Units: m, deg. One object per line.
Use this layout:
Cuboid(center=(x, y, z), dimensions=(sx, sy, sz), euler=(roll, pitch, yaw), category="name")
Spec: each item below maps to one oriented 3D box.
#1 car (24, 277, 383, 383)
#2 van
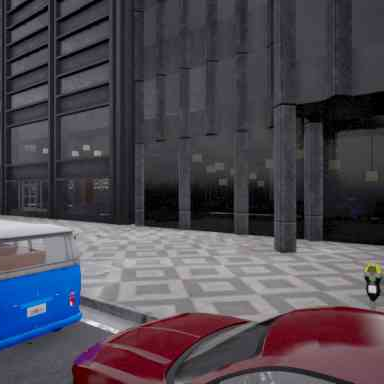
Cuboid(center=(0.985, 1.545, 2.262), dimensions=(4.507, 1.381, 1.887), euler=(0, 0, 36), category="car")
Cuboid(center=(-3.580, 1.341, 5.521), dimensions=(3.998, 1.788, 1.690), euler=(0, 0, 36), category="van")
